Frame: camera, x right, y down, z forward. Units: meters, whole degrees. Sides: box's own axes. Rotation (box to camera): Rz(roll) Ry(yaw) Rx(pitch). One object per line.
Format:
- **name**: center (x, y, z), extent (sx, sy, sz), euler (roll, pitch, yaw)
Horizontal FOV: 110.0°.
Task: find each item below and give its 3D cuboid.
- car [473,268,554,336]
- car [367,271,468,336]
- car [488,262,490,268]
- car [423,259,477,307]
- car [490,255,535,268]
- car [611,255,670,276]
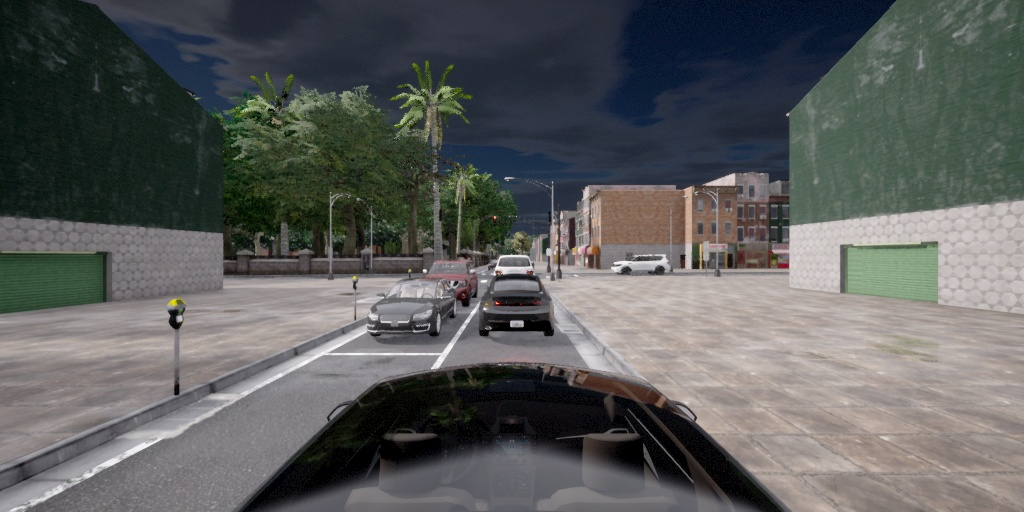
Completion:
- **car**: center (0.109, 1.255, 10.336), extent (1.837, 1.490, 4.892), euler (0, 0, 0)
- **car**: center (-2.628, 1.301, 10.210), extent (2.007, 1.370, 4.403), euler (0, 0, 0)
- **car**: center (-2.574, 1.292, 53.819), extent (1.967, 1.591, 4.097), euler (0, 0, 0)
- **car**: center (-2.621, 1.068, 15.673), extent (2.192, 1.841, 5.009), euler (0, 0, 0)
- **car**: center (0.122, 0.980, 20.430), extent (2.150, 2.045, 5.566), euler (0, 0, 0)
- **car**: center (12.891, 0.895, 36.024), extent (5.566, 2.045, 2.150), euler (-1, 0, 0)
